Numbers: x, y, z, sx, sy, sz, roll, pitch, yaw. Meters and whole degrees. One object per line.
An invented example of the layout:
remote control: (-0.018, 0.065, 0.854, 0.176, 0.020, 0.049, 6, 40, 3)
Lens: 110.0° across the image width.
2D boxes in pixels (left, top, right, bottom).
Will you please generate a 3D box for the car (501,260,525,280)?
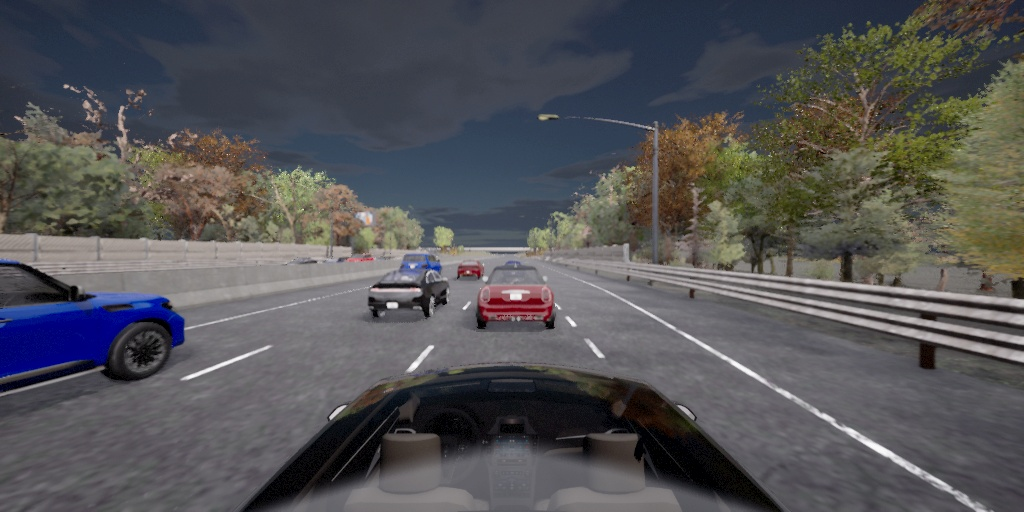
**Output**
car: (0.099, 1.129, 29.610, 1.812, 1.442, 4.674, 0, 0, 0)

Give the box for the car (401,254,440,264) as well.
car: (-6.902, 0.835, 27.660, 2.150, 2.045, 5.566, 0, 0, 0)

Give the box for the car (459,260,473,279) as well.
car: (-3.398, 1.079, 30.175, 1.882, 1.535, 5.008, 0, 0, 0)

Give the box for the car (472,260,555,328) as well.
car: (0.099, 1.048, 11.293, 2.097, 1.767, 4.553, 0, 0, 0)

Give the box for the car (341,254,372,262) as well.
car: (-21.064, 0.735, 49.846, 2.150, 2.045, 5.566, 0, 0, 0)

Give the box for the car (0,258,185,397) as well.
car: (-6.902, 0.959, 3.966, 2.150, 2.045, 5.566, 0, 0, 0)

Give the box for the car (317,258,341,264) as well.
car: (-24.562, 1.039, 49.791, 1.812, 1.442, 4.674, 0, 0, 0)

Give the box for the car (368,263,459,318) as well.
car: (-3.400, 1.181, 12.618, 2.128, 1.511, 4.902, 0, 0, 0)

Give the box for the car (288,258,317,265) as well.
car: (-28.065, 1.012, 48.201, 2.128, 1.511, 4.902, 0, 0, 0)

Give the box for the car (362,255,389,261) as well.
car: (-17.580, 1.012, 47.720, 2.128, 1.511, 4.902, 0, 0, 0)
